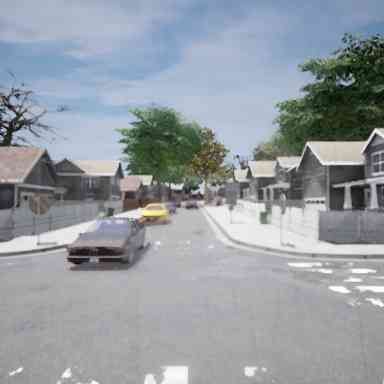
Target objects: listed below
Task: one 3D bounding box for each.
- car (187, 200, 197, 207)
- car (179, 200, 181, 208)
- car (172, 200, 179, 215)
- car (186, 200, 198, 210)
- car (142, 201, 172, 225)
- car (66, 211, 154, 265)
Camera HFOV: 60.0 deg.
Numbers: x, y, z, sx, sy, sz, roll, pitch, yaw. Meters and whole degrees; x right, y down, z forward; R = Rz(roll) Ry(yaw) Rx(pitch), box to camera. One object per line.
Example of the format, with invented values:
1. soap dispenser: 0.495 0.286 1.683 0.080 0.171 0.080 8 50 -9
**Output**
1. car: -0.029 2.122 61.981 1.895 1.301 4.718 0 -1 0
2. car: -2.776 2.030 56.938 2.033 1.411 5.357 0 -1 0
3. car: -2.863 1.883 38.824 1.994 1.385 4.181 0 -1 0
4. car: -0.024 1.975 51.528 2.033 1.411 5.357 0 0 0
5. car: -2.861 1.692 26.360 1.882 1.535 5.008 0 -1 0
6. car: -2.860 1.650 12.397 2.033 1.411 5.357 0 0 0
